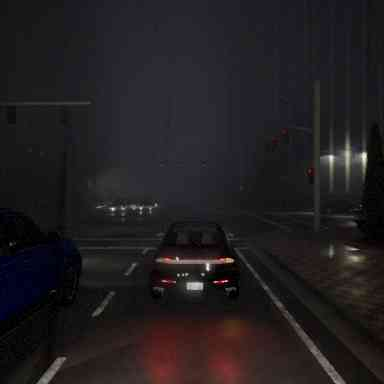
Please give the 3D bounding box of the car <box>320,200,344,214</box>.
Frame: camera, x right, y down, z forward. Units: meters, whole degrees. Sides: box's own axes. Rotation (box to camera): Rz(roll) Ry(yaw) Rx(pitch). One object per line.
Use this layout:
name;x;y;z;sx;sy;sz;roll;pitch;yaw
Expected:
car;15.232;1.564;34.882;4.181;1.385;1.994;0;0;-1

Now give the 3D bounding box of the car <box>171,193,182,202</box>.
car;-3.633;1.225;76.413;2.150;2.045;5.566;0;0;0

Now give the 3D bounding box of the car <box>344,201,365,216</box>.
car;17.480;1.505;31.407;4.892;1.490;1.837;0;0;-1

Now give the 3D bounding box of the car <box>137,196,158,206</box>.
car;-7.182;1.505;53.975;1.837;1.490;4.892;0;0;0

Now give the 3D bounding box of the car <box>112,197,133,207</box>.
car;-10.687;1.526;50.207;1.812;1.442;4.674;0;0;0

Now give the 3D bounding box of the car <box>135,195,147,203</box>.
car;-10.623;1.477;69.758;1.882;1.535;5.008;0;0;0

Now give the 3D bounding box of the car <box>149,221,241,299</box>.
car;0.078;1.492;8.454;2.128;1.511;4.902;0;0;1

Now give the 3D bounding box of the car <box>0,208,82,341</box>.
car;-3.451;1.221;4.822;2.150;2.045;5.566;0;0;1

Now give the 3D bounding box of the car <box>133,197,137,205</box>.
car;-10.674;1.601;59.316;1.895;1.301;4.718;0;0;0

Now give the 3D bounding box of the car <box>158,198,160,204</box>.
car;-7.168;1.564;62.884;1.994;1.385;4.181;0;0;0

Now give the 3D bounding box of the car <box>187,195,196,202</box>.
car;-0.133;1.429;75.500;1.837;1.490;4.892;0;0;0
